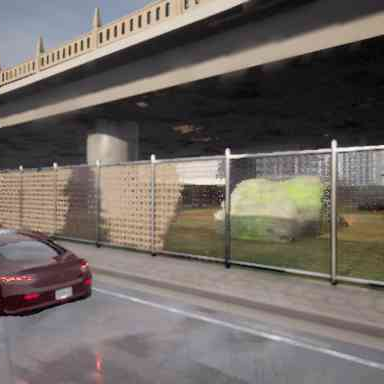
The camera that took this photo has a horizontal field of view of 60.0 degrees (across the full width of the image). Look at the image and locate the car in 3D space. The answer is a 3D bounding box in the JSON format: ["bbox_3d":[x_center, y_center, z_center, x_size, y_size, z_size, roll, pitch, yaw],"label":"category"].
[{"bbox_3d":[-3.983,1.487,6.827,4.674,1.442,1.812,1,0,36],"label":"car"}]
